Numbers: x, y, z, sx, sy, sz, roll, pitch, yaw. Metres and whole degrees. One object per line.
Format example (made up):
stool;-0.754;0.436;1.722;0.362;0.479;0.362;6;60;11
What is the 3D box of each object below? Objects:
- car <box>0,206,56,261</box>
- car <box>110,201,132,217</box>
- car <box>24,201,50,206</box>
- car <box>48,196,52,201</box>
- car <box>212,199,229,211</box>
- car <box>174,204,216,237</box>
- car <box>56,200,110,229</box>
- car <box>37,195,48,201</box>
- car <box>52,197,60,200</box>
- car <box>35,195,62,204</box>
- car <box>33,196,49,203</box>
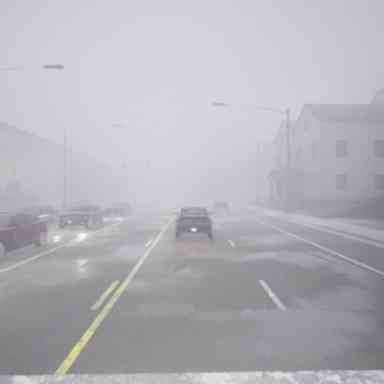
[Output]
car;-7.109;1.483;12.341;1.882;1.535;5.008;0;0;0
car;-7.067;1.563;32.207;2.033;1.411;5.357;0;0;0
car;-10.607;1.558;22.369;2.033;1.411;5.357;0;0;0
car;-28.235;1.485;62.031;2.038;1.542;4.974;0;0;-36
car;3.513;1.566;41.272;2.033;1.411;5.357;0;0;0
car;0.084;1.512;18.002;1.837;1.490;4.892;0;0;0
car;-7.109;1.515;21.796;1.837;1.490;4.892;0;0;0
car;-28.219;1.483;57.423;2.038;1.542;4.974;0;0;44
car;-29.054;1.330;67.352;1.853;1.218;4.536;0;0;29
car;-29.029;1.488;67.397;2.038;1.542;4.974;0;0;29
car;-28.266;1.328;62.073;1.853;1.218;4.536;0;0;-36
